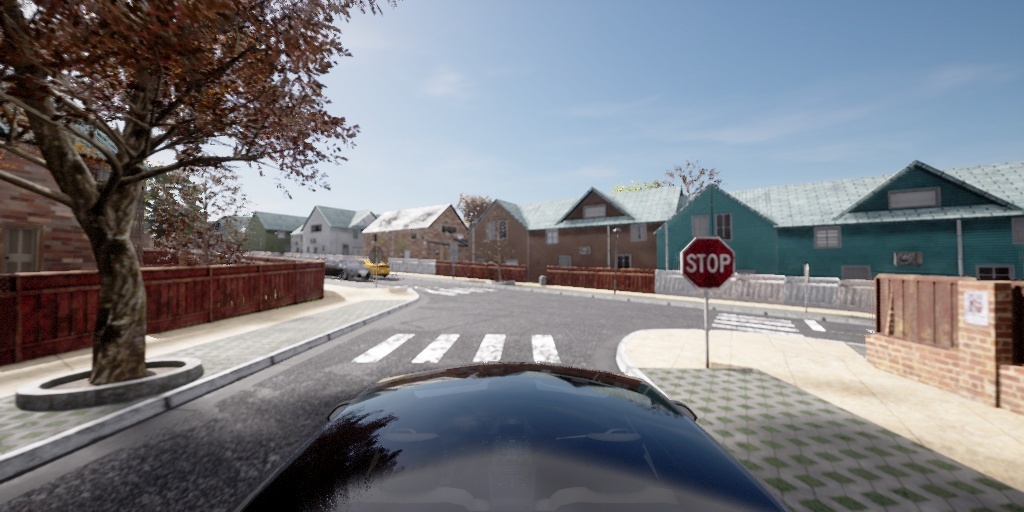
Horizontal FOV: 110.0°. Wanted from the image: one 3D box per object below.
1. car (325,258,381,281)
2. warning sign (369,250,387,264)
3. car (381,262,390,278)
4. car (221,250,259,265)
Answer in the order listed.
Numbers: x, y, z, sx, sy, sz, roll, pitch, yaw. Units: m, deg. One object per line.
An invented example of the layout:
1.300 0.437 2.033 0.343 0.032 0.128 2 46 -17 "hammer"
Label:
-12.108 0.939 25.733 4.902 1.511 2.128 2 -1 33 "car"
-11.593 0.638 31.805 1.060 1.860 1.300 0 0 33 "warning sign"
-12.022 0.959 29.143 5.008 1.535 1.882 2 -1 34 "car"
-26.665 0.469 35.368 4.674 1.442 1.812 2 -1 34 "car"
